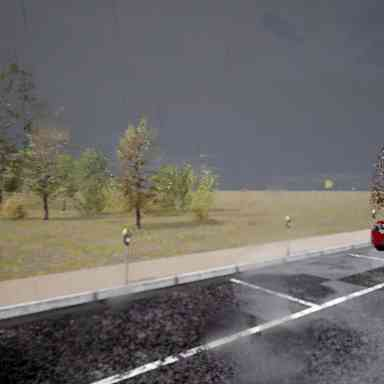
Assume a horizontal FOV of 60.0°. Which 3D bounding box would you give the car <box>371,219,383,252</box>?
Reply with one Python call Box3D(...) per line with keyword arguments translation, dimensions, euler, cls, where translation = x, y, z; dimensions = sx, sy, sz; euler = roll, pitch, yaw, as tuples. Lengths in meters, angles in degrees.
Box3D(translation=(8.680, 1.231, 12.281), dimensions=(5.009, 1.841, 2.192), euler=(0, 1, -36), cls="car")
